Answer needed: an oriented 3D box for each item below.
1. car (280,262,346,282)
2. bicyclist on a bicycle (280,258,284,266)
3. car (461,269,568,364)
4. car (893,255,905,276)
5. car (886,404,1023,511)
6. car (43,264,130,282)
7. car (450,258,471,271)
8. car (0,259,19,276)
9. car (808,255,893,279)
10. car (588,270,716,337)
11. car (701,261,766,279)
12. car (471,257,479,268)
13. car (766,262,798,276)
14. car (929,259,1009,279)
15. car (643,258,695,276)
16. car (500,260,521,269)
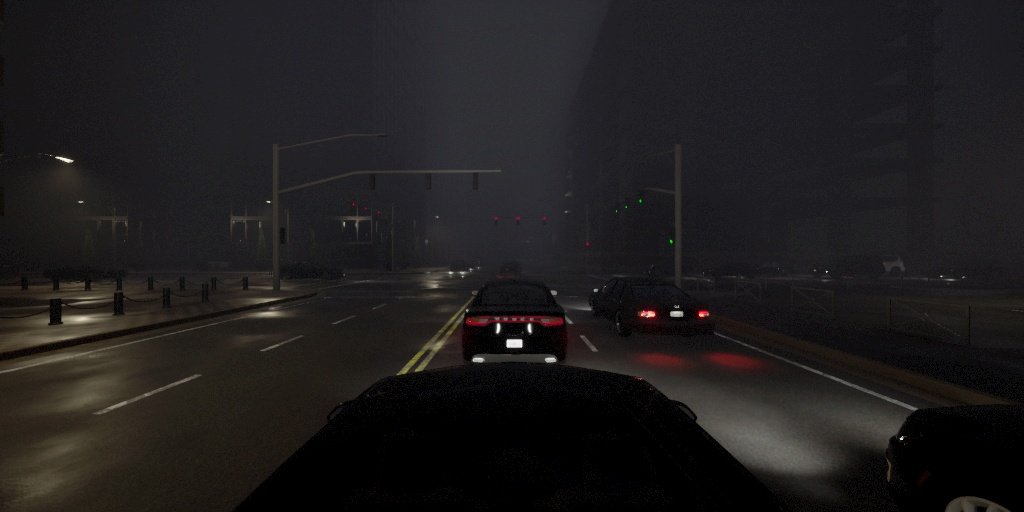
[{"bbox_3d":[-15.420,1.186,27.560,4.902,1.511,2.128,0,0,-3],"label":"car"},{"bbox_3d":[-25.408,0.995,39.334,0.582,1.620,1.656,0,0,0],"label":"bicyclist on a bicycle"},{"bbox_3d":[0.055,1.228,8.124,1.882,1.535,5.008,0,0,0],"label":"car"},{"bbox_3d":[34.889,0.916,35.074,5.566,2.045,2.150,0,0,0],"label":"car"},{"bbox_3d":[3.600,1.255,0.511,1.837,1.490,4.892,0,0,0],"label":"car"},{"bbox_3d":[-32.399,1.295,27.414,4.718,1.301,1.895,0,0,1],"label":"car"},{"bbox_3d":[-7.093,1.227,48.512,1.882,1.535,5.008,0,0,0],"label":"car"},{"bbox_3d":[-51.177,1.046,34.783,4.553,1.767,2.097,0,0,1],"label":"car"},{"bbox_3d":[29.420,0.916,31.558,5.566,2.045,2.150,0,0,0],"label":"car"},{"bbox_3d":[3.571,1.297,10.248,2.033,1.411,5.357,0,0,0],"label":"car"},{"bbox_3d":[19.154,1.220,31.503,4.674,1.442,1.812,0,0,0],"label":"car"},{"bbox_3d":[-7.081,1.297,59.025,2.033,1.411,5.357,0,0,0],"label":"car"},{"bbox_3d":[24.698,1.242,35.044,5.357,1.411,2.033,0,0,0],"label":"car"},{"bbox_3d":[39.912,1.172,31.575,5.008,1.535,1.882,0,0,0],"label":"car"},{"bbox_3d":[15.230,1.046,35.031,4.553,1.767,2.097,0,0,0],"label":"car"},{"bbox_3d":[-0.128,1.229,40.034,2.128,1.511,4.902,0,-1,9],"label":"car"}]
